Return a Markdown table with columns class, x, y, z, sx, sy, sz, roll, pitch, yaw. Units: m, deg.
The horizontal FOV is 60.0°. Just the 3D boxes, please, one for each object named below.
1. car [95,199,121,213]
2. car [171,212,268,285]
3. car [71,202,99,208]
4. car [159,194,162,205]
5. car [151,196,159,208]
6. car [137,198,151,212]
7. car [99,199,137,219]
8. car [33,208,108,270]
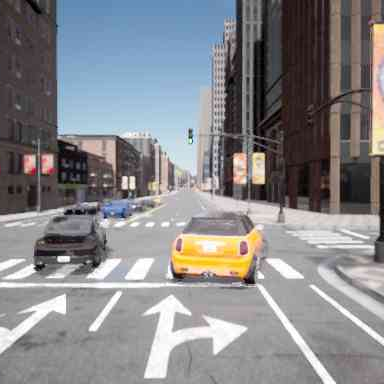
| class | x | y | z | sx | sy | sz | roll | pitch | yaw |
| --- | --- | --- | --- | --- | --- | --- | --- | --- | --- |
| car | -9.843 | 1.562 | 39.237 | 1.837 | 1.490 | 4.892 | 0 | 0 | 0 |
| car | 1.005 | 1.362 | 9.893 | 2.097 | 1.767 | 4.553 | 0 | 0 | 16 |
| car | -9.849 | 1.643 | 29.925 | 1.895 | 1.301 | 4.718 | 0 | 0 | 0 |
| car | -6.525 | 1.561 | 60.170 | 1.882 | 1.535 | 5.008 | 0 | 0 | 1 |
| car | -6.583 | 1.635 | 49.580 | 1.994 | 1.385 | 4.181 | 0 | 0 | 0 |
| car | -6.588 | 1.549 | 39.516 | 2.128 | 1.511 | 4.902 | 0 | 0 | 0 |
| car | -6.596 | 1.520 | 30.023 | 1.882 | 1.535 | 5.008 | 0 | 0 | 0 |
| car | -3.966 | 1.519 | 11.249 | 1.837 | 1.490 | 4.892 | 1 | 0 | -13 |
